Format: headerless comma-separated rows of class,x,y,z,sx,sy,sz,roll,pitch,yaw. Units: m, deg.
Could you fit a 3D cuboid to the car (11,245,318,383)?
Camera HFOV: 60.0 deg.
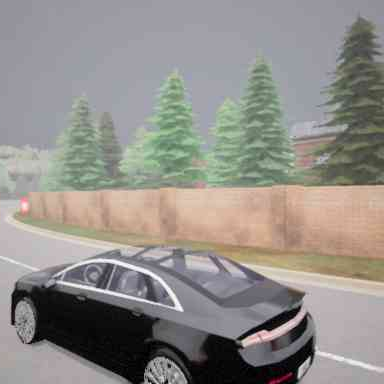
car,-0.796,1.540,4.795,4.902,1.511,2.128,-1,-1,38

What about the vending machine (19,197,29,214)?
vending machine,-20.702,1.670,41.065,1.100,2.100,0.880,0,-1,-24
